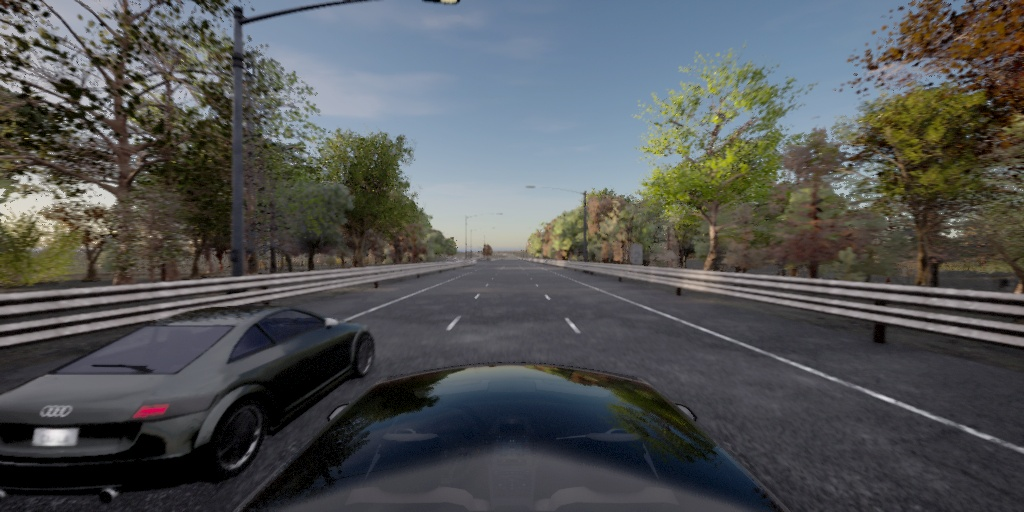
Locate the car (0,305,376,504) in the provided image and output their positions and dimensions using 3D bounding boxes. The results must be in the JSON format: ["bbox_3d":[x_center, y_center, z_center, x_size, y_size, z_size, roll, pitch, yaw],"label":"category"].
[{"bbox_3d":[-3.402,1.320,4.679,1.994,1.385,4.181,0,0,0],"label":"car"}]
